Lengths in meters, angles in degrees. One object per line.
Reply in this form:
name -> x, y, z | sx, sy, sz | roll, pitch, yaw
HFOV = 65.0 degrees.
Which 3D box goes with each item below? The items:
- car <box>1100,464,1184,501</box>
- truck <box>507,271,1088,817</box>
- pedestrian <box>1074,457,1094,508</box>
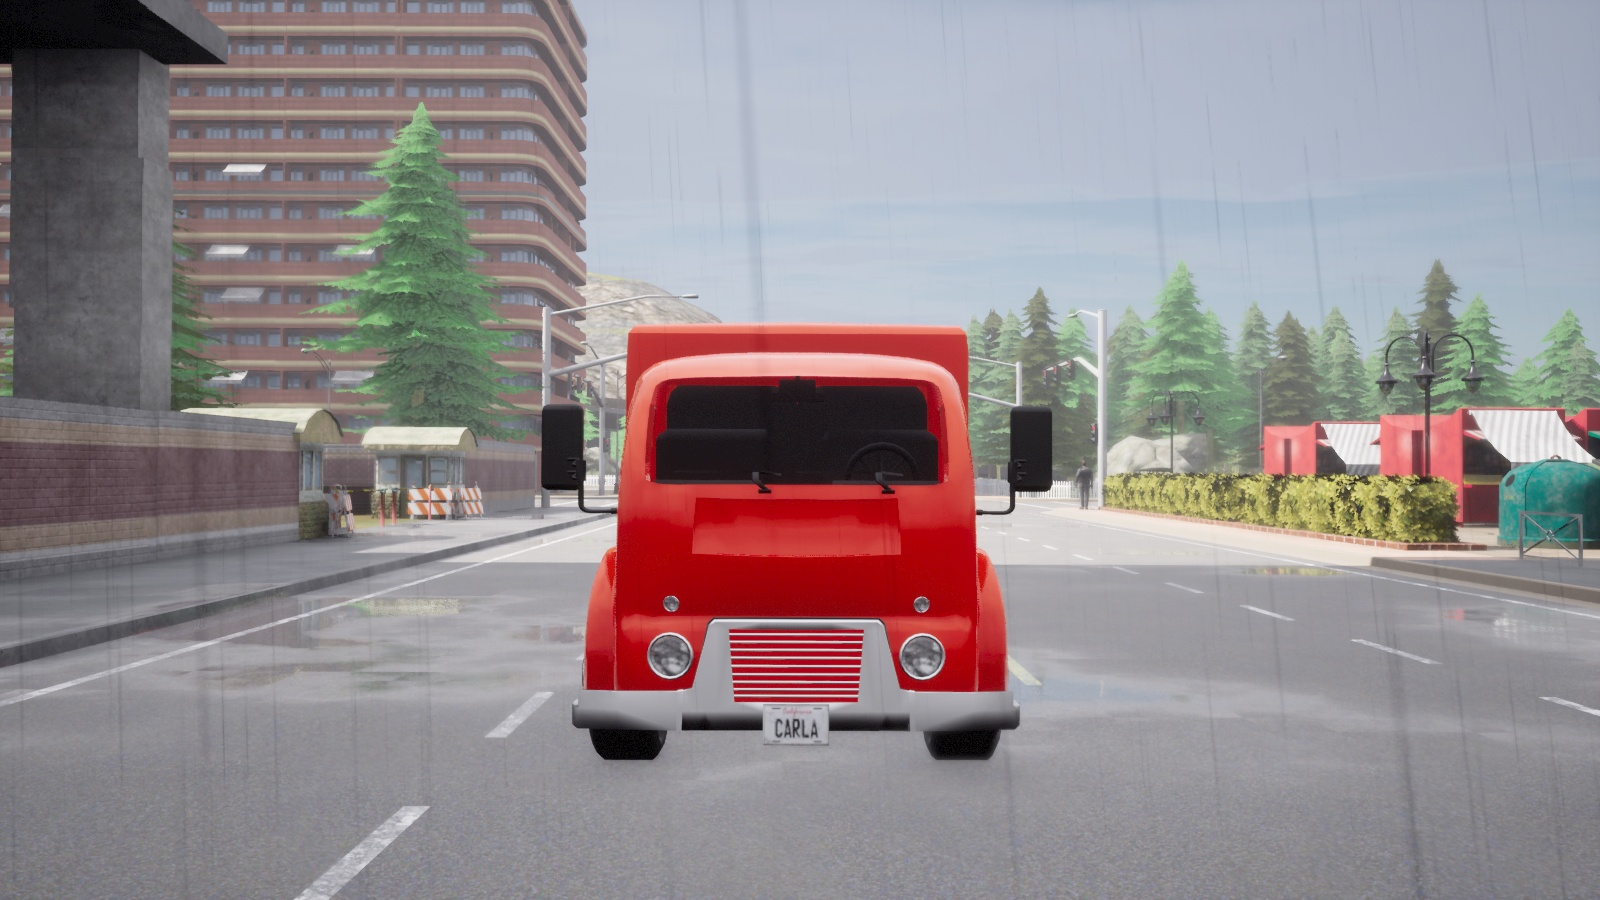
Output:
car -> 17.762, 1.690, 65.387 | 3.866, 1.878, 1.905 | 0, -1, 0
truck -> -0.022, 0.467, 8.307 | 2.627, 2.467, 5.204 | 0, -1, 0
pedestrian -> 10.594, 1.210, 46.794 | 0.563, 1.883, 0.849 | 0, -1, 2
